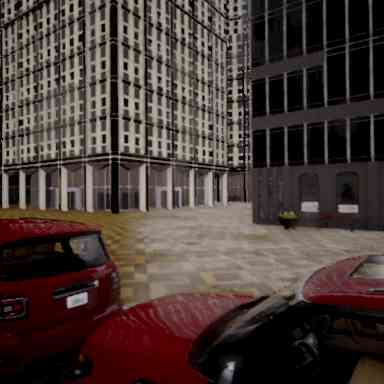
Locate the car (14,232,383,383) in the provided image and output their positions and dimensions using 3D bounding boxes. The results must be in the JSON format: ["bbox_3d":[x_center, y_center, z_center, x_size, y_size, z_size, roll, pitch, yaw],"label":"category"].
[{"bbox_3d":[1.369,1.315,1.908,5.009,1.841,2.192,0,-1,36],"label":"car"}]

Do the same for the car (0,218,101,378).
[{"bbox_3d":[-3.262,1.333,5.212,5.009,1.841,2.192,0,-1,36],"label":"car"}]
